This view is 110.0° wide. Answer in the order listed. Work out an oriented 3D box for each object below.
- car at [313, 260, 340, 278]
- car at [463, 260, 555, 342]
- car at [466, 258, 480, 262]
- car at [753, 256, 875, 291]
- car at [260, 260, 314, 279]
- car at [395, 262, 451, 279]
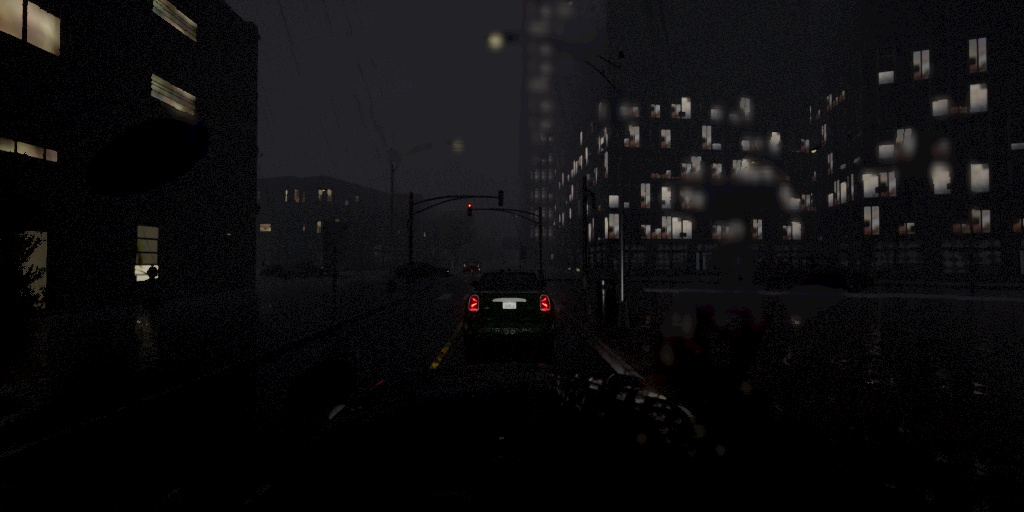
[{"bbox_3d":[-18.514,1.144,33.728,4.553,1.767,2.097,0,-1,19],"label":"car"},{"bbox_3d":[-0.089,1.104,9.971,2.097,1.767,4.553,0,0,-1],"label":"car"},{"bbox_3d":[-4.730,1.110,42.718,2.097,1.767,4.553,0,0,-5],"label":"car"},{"bbox_3d":[16.019,0.930,19.361,5.009,1.841,2.192,0,0,19],"label":"car"},{"bbox_3d":[-20.171,1.319,31.669,4.313,1.339,1.948,0,0,19],"label":"car"},{"bbox_3d":[-7.877,1.278,31.936,4.892,1.490,1.837,0,0,-4],"label":"car"}]
